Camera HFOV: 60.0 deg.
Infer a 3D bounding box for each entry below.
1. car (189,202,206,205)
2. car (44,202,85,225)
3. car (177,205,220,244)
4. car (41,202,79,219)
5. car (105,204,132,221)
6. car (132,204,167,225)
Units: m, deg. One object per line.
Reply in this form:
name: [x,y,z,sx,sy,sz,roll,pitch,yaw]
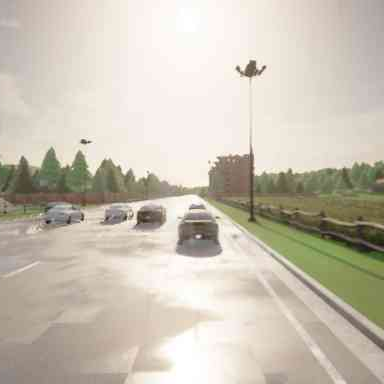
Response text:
car: [0.597,1.792,35.954,1.994,1.385,4.181,0,0,1]
car: [-10.030,1.755,26.405,1.812,1.442,4.674,0,0,1]
car: [0.309,1.610,16.358,1.837,1.490,4.892,0,0,1]
car: [-13.423,1.805,34.103,1.837,1.490,4.892,0,0,1]
car: [-6.479,1.756,29.828,1.812,1.442,4.674,0,0,1]
car: [-3.041,1.662,25.781,1.882,1.535,5.008,0,0,1]
